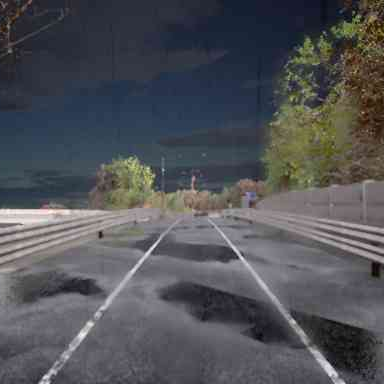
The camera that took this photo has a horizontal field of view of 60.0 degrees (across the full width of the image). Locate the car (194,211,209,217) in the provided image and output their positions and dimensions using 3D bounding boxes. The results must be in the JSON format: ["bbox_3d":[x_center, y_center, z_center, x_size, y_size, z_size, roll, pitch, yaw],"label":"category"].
[{"bbox_3d":[2.335,5.155,78.336,1.812,1.442,4.674,-3,-5,34],"label":"car"}]

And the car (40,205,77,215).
[{"bbox_3d":[-21.301,3.129,53.259,5.566,2.045,2.150,3,-5,-39],"label":"car"}]
